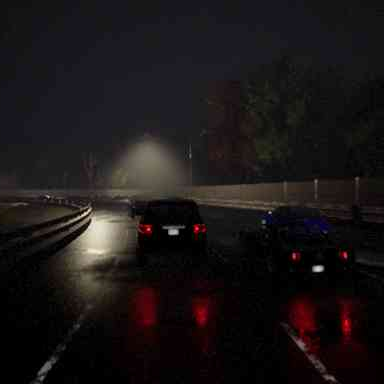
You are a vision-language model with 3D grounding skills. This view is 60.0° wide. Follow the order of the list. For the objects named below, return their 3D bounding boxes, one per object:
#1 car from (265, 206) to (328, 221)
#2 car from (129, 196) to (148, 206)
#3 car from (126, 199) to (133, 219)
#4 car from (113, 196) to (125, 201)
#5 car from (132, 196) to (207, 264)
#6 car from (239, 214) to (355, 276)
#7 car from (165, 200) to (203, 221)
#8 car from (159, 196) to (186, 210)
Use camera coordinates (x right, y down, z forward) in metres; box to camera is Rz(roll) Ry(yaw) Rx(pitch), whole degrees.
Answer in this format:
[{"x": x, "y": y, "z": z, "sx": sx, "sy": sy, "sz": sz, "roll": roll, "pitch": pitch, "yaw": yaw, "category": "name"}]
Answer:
[{"x": 5.354, "y": 1.467, "z": 17.936, "sx": 1.882, "sy": 1.535, "sz": 5.008, "roll": 0, "pitch": 0, "yaw": -9, "category": "car"}, {"x": -9.484, "y": 1.542, "z": 58.412, "sx": 1.882, "sy": 1.535, "sz": 5.008, "roll": 0, "pitch": 0, "yaw": -27, "category": "car"}, {"x": -4.726, "y": 1.536, "z": 29.969, "sx": 1.837, "sy": 1.490, "sz": 4.892, "roll": 0, "pitch": 0, "yaw": -17, "category": "car"}, {"x": -19.735, "y": 1.655, "z": 90.419, "sx": 2.033, "sy": 1.411, "sz": 5.357, "roll": 0, "pitch": 0, "yaw": 7, "category": "car"}, {"x": -0.845, "y": 1.231, "z": 12.141, "sx": 2.150, "sy": 2.045, "sz": 5.566, "roll": 0, "pitch": 0, "yaw": -7, "category": "car"}, {"x": 2.867, "y": 1.596, "z": 10.369, "sx": 1.895, "sy": 1.301, "sz": 4.718, "roll": 0, "pitch": 0, "yaw": -6, "category": "car"}, {"x": -0.782, "y": 1.509, "z": 28.972, "sx": 2.128, "sy": 1.511, "sz": 4.902, "roll": 0, "pitch": 0, "yaw": -16, "category": "car"}, {"x": -2.599, "y": 1.383, "z": 44.169, "sx": 2.097, "sy": 1.767, "sz": 4.553, "roll": 0, "pitch": 0, "yaw": -24, "category": "car"}]
